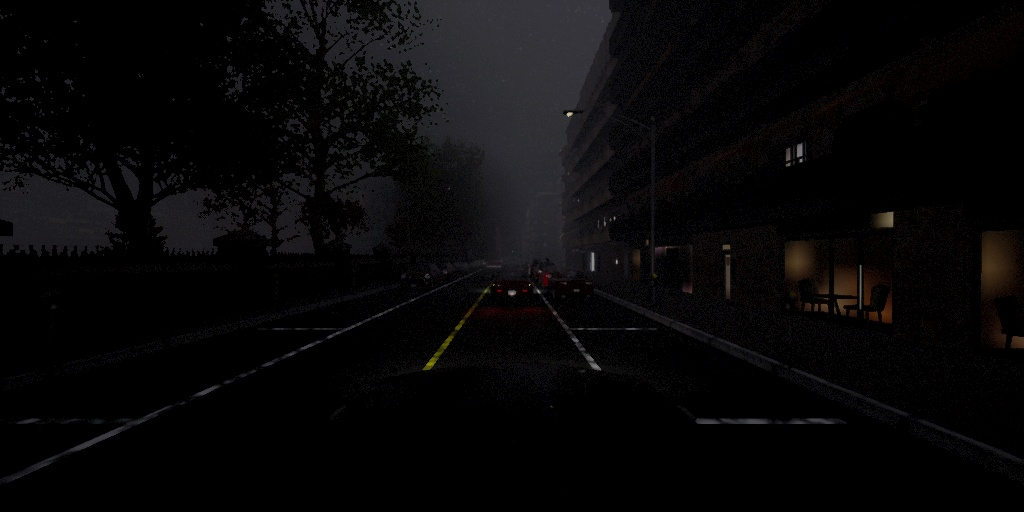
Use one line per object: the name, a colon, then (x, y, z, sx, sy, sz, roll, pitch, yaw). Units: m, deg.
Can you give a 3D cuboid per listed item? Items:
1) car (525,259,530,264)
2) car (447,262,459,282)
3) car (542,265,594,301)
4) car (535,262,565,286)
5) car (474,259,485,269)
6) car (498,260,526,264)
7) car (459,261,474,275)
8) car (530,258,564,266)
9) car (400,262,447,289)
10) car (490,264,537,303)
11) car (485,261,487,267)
car: (2.691, 1.076, 34.035, 2.192, 1.841, 5.009, 0, 0, 0)
car: (-5.689, 1.197, 28.403, 1.967, 1.591, 4.097, 0, 0, 0)
car: (2.692, 1.297, 17.145, 1.888, 1.381, 4.507, 0, 0, 0)
car: (2.691, 1.300, 22.775, 1.888, 1.381, 4.507, 0, 0, 0)
car: (-5.689, 1.304, 56.385, 1.751, 1.417, 4.829, 0, 0, 0)
car: (0.000, 1.294, 31.501, 1.812, 1.442, 4.674, 0, 0, 0)
car: (-5.689, 1.315, 39.665, 2.007, 1.370, 4.403, 0, 0, 0)
car: (2.692, 1.198, 28.405, 1.967, 1.591, 4.097, 0, 0, 0)
car: (-5.689, 1.194, 22.775, 1.967, 1.591, 4.097, 0, 0, 0)
car: (0.001, 1.286, 16.501, 1.812, 1.442, 4.674, 0, 0, 0)
car: (-5.689, 1.336, 62.185, 2.007, 1.370, 4.403, 0, 0, 0)
